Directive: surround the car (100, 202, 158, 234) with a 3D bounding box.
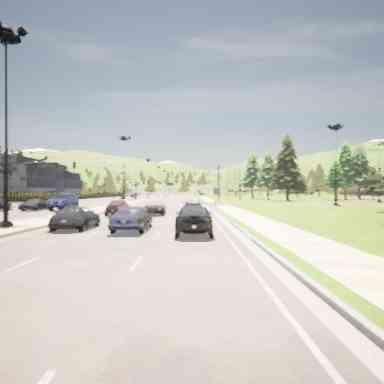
[{"bbox_3d":[-3.436,1.531,19.265,2.033,1.411,5.357,0,0,0],"label":"car"}]

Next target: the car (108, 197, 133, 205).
[{"bbox_3d":[-6.992,1.498,31.703,1.812,1.442,4.674,0,0,0],"label":"car"}]

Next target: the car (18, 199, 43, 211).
[{"bbox_3d":[-18.662,1.512,39.750,2.033,1.411,5.357,0,0,-1],"label":"car"}]

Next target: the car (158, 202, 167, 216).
[{"bbox_3d":[-3.487,1.573,32.071,1.895,1.301,4.718,0,0,0],"label":"car"}]

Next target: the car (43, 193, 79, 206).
[{"bbox_3d":[-15.161,1.191,39.540,2.150,2.045,5.566,0,0,-1],"label":"car"}]

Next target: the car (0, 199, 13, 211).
[{"bbox_3d":[-22.148,1.491,37.713,1.812,1.442,4.674,0,0,0],"label":"car"}]

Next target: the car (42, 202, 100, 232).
[{"bbox_3d":[-6.934,1.546,20.017,1.994,1.385,4.181,0,0,0],"label":"car"}]

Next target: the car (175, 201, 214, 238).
[{"bbox_3d":[0.102,1.462,17.730,1.882,1.535,5.008,0,0,0],"label":"car"}]
